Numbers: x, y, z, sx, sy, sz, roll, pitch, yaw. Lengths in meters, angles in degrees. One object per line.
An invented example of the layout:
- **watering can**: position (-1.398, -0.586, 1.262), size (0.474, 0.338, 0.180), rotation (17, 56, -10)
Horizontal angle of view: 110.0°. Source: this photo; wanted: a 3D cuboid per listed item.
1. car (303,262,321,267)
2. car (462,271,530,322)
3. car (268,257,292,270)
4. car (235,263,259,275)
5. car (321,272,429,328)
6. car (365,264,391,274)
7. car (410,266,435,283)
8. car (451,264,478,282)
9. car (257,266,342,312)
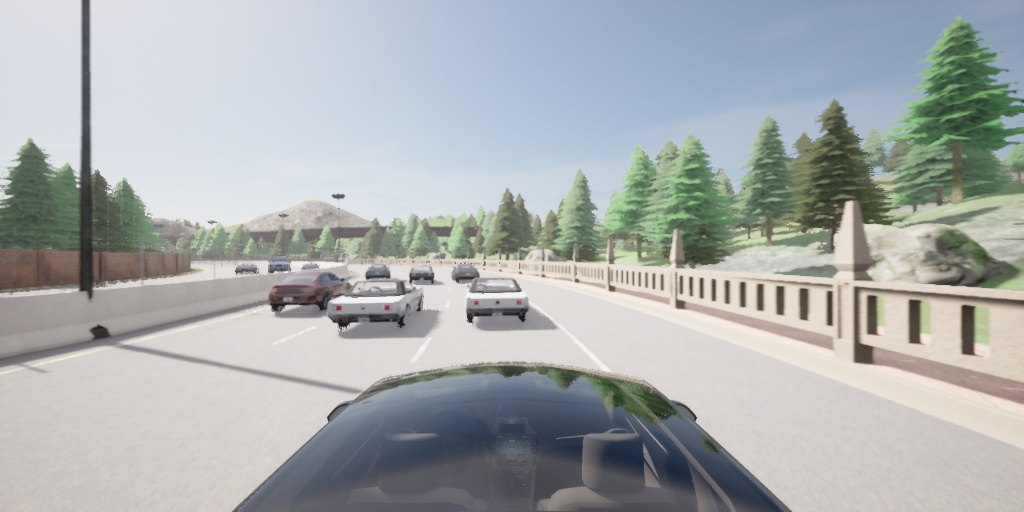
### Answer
- **car**: position (-24.711, 1.479, 44.325), size (1.994, 1.385, 4.181), rotation (0, 0, -27)
- **car**: position (-0.633, 1.371, 12.481), size (1.895, 1.301, 4.718), rotation (0, 0, -6)
- **car**: position (-28.704, 1.154, 44.518), size (2.150, 2.045, 5.566), rotation (0, 0, -28)
- **car**: position (-32.400, 1.507, 43.940), size (1.994, 1.385, 4.181), rotation (0, 0, -29)
- **car**: position (-4.062, 1.382, 11.556), size (1.895, 1.301, 4.718), rotation (0, 0, -5)
- **car**: position (-11.936, 1.409, 32.093), size (1.994, 1.385, 4.181), rotation (0, 0, -17)
- **car**: position (-7.240, 1.422, 28.669), size (1.895, 1.301, 4.718), rotation (0, 0, -15)
- **car**: position (-3.865, 1.373, 29.426), size (1.994, 1.385, 4.181), rotation (0, 0, -15)
- **car**: position (-7.993, 1.327, 14.593), size (1.812, 1.442, 4.674), rotation (0, 0, -8)
